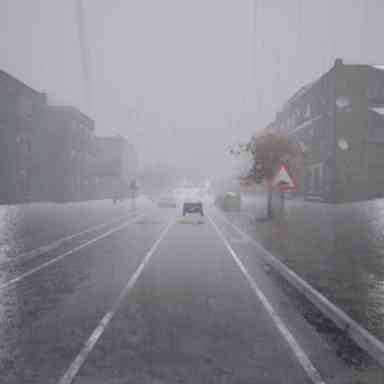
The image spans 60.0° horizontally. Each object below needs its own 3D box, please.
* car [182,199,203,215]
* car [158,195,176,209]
[{"bbox_3d":[0.075,1.392,32.605,1.882,1.535,5.008,0,0,0],"label":"car"},{"bbox_3d":[-3.113,1.227,42.445,2.097,1.767,4.553,0,0,0],"label":"car"}]
